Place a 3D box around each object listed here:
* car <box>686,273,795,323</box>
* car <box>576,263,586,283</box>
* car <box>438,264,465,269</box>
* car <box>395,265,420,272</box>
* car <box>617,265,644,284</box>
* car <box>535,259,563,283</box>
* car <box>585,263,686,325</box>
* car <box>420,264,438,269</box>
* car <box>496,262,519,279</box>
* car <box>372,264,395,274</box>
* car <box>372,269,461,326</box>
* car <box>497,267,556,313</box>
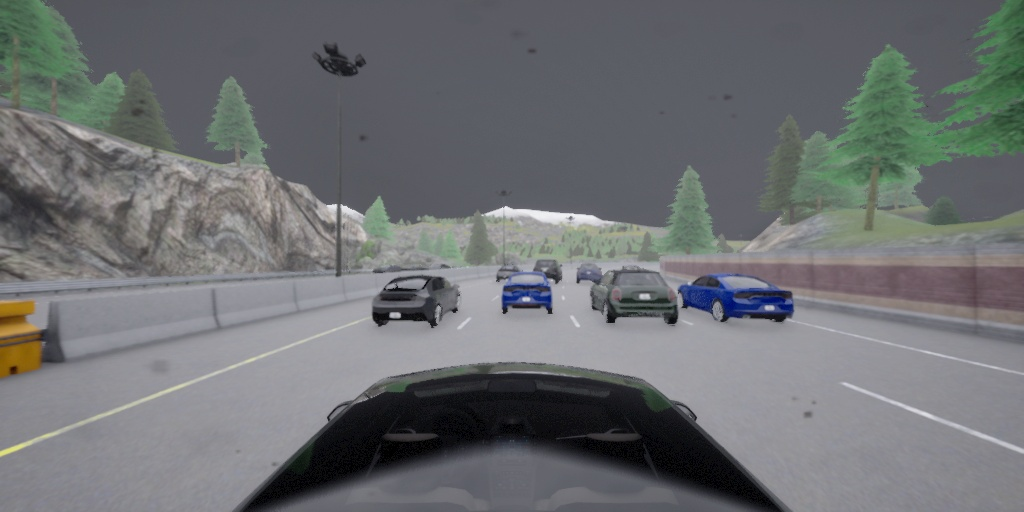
[{"bbox_3d":[7.539,1.342,12.718,1.882,1.535,5.008,0,0,4],"label":"car"},{"bbox_3d":[6.894,1.443,32.131,2.097,1.767,4.553,0,-1,12],"label":"car"},{"bbox_3d":[-7.446,1.891,47.213,1.895,1.301,4.718,0,-1,17],"label":"car"},{"bbox_3d":[-13.810,1.938,50.312,1.895,1.301,4.718,0,-1,18],"label":"car"},{"bbox_3d":[10.393,1.586,31.793,1.837,1.490,4.892,0,-1,13],"label":"car"},{"bbox_3d":[3.254,1.318,32.034,2.150,2.045,5.566,0,-1,12],"label":"car"},{"bbox_3d":[4.031,1.221,12.592,2.097,1.767,4.553,0,-1,4],"label":"car"},{"bbox_3d":[-10.265,1.831,49.830,1.837,1.490,4.892,0,-1,18],"label":"car"},{"bbox_3d":[-0.105,1.604,32.922,2.128,1.511,4.902,0,-1,12],"label":"car"},{"bbox_3d":[-17.365,1.896,50.753,2.033,1.411,5.357,0,-1,17],"label":"car"},{"bbox_3d":[-3.022,1.384,12.205,1.837,1.490,4.892,0,0,4],"label":"car"},{"bbox_3d":[0.702,1.379,14.879,1.882,1.535,5.008,0,-1,5],"label":"car"}]
